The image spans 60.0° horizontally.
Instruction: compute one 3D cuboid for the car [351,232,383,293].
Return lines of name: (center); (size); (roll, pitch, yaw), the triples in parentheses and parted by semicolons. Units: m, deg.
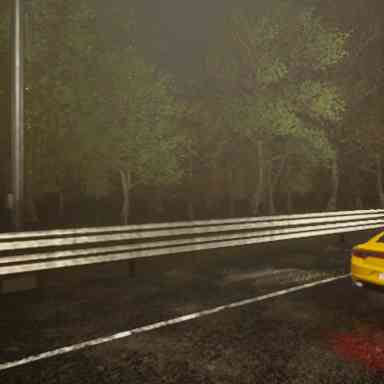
car: (5.748, 1.477, 7.813); (5.008, 1.535, 1.882); (0, 0, -35)
